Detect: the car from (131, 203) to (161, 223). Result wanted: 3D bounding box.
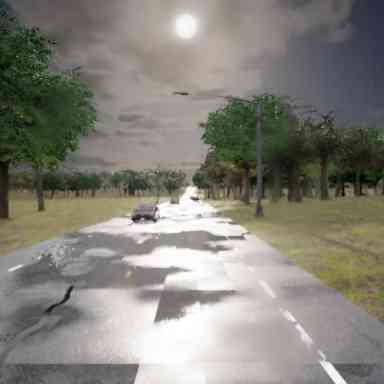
[{"bbox_3d":[-3.586,1.611,26.818,2.033,1.411,5.357,0,0,0],"label":"car"}]

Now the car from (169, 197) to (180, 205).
[{"bbox_3d":[-3.476,1.789,67.349,1.837,1.490,4.892,0,0,0],"label":"car"}]
